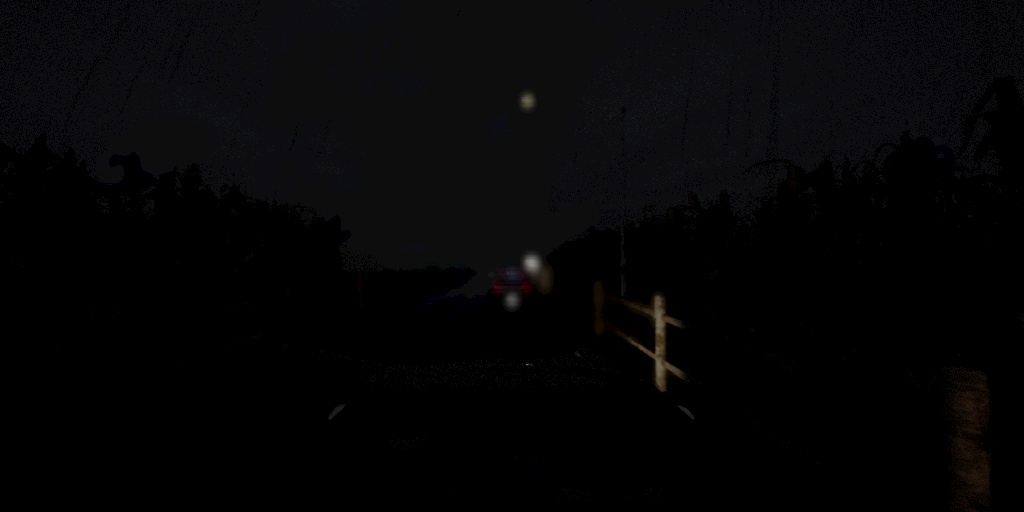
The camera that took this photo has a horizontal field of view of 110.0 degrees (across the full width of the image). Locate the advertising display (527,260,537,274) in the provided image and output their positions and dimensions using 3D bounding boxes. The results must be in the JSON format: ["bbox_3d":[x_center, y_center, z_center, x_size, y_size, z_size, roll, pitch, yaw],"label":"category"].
[{"bbox_3d":[3.145,1.792,56.376,1.540,2.440,0.280,0,0,0],"label":"advertising display"}]

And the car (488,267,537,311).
[{"bbox_3d":[0.026,1.409,15.370,2.128,1.511,4.902,0,-1,0],"label":"car"}]

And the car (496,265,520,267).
[{"bbox_3d":[0.032,1.524,30.291,2.097,1.767,4.553,0,-1,0],"label":"car"}]
